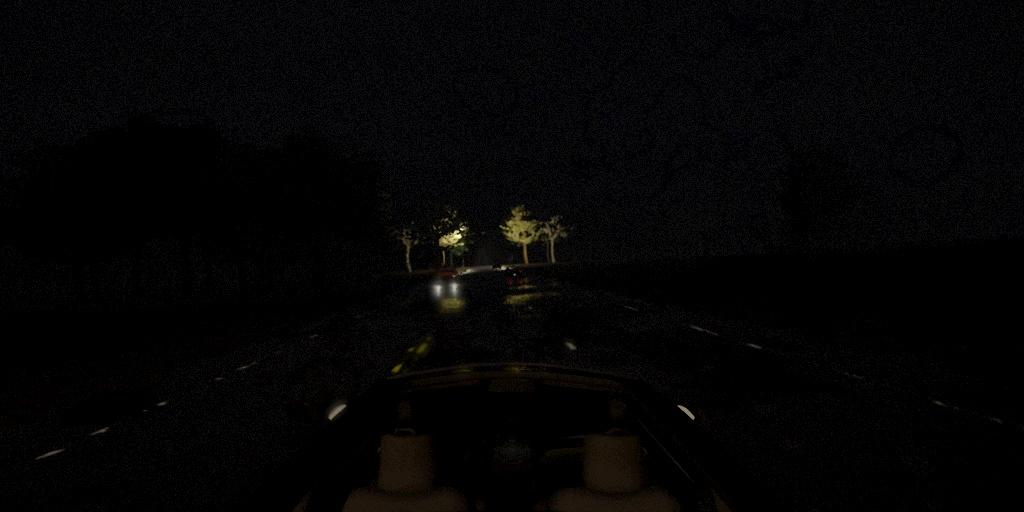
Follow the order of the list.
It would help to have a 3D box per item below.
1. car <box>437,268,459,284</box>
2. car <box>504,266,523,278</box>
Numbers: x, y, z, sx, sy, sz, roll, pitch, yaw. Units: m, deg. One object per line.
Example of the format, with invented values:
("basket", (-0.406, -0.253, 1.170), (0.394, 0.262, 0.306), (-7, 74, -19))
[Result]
("car", (-6.453, 1.959, 36.472), (1.882, 1.535, 5.008), (-3, -1, -5))
("car", (0.092, 1.811, 41.802), (1.895, 1.301, 4.718), (-3, -1, -5))
